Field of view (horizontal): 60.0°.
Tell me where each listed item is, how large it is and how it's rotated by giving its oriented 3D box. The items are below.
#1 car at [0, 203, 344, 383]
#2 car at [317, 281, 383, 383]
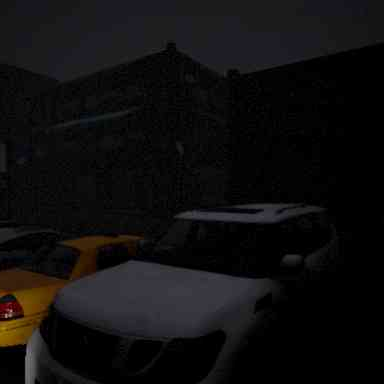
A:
[{"bbox_3d":[0.642,1.234,4.863,2.435,2.045,5.566,0,0,36],"label":"car"},{"bbox_3d":[2.917,1.520,3.272,2.002,1.452,4.674,0,0,35],"label":"car"}]
